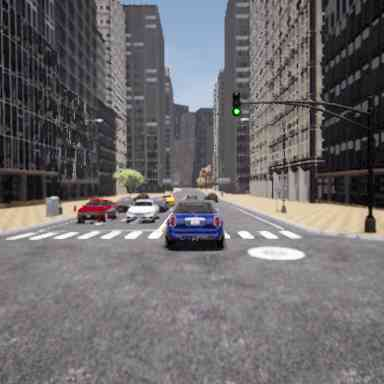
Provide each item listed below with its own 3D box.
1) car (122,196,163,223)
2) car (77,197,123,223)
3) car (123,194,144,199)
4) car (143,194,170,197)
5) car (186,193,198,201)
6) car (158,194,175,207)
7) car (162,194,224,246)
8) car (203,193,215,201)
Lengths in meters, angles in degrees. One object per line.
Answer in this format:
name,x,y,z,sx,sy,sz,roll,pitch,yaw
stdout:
car,-3.347,1.268,23.432,1.812,1.442,4.674,0,1,0
car,-6.596,1.242,23.675,1.882,1.535,5.008,0,1,0
car,-6.581,1.218,33.602,2.033,1.411,5.357,0,1,0
car,-3.332,1.199,33.122,2.033,1.411,5.357,0,1,0
car,-0.004,0.878,63.675,2.033,1.411,5.357,0,1,0
car,-3.256,1.031,43.337,1.882,1.535,5.008,0,1,0
car,0.106,1.112,13.821,2.097,1.767,4.553,0,0,0
car,3.247,0.903,64.119,1.895,1.301,4.718,0,1,0
